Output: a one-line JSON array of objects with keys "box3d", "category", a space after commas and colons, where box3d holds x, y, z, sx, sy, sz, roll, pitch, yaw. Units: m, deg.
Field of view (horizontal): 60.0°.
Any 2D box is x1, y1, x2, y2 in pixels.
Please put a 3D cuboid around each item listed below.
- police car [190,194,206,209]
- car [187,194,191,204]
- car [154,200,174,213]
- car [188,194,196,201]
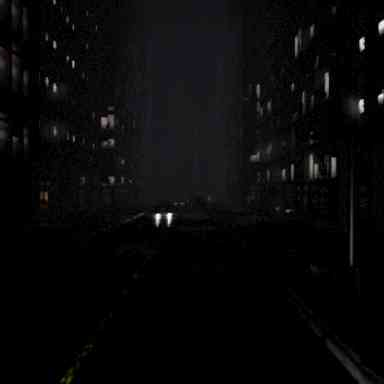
[{"box3d": [1.045, 1.480, 47.811, 1.930, 1.638, 5.238, 0, 0, 0], "category": "police car"}, {"box3d": [-0.007, 1.644, 65.806, 2.033, 1.411, 5.357, 0, 0, 0], "category": "car"}, {"box3d": [-3.097, 1.601, 37.364, 1.994, 1.385, 4.181, 0, 0, 0], "category": "car"}, {"box3d": [-0.010, 1.372, 85.714, 2.097, 1.767, 4.553, 0, 0, 0], "category": "car"}]
